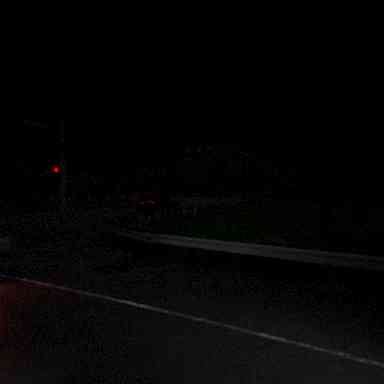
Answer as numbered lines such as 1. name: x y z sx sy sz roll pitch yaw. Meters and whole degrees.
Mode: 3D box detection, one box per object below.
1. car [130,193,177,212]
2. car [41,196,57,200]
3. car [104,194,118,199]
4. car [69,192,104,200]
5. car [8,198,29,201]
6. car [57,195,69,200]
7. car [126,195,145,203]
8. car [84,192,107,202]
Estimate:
1. car: -3.649 1.166 34.876 2.150 2.045 5.566 0 0 26
2. car: -25.674 1.398 61.869 1.882 1.535 5.008 0 0 26
3. car: -18.029 1.419 73.376 2.128 1.511 4.902 0 0 16
4. car: -17.427 1.275 55.099 2.097 1.767 4.553 0 0 25
5. car: -23.012 1.513 43.518 1.994 1.385 4.181 0 0 26
6. car: -21.710 1.138 62.094 2.150 2.045 5.566 0 0 23
7. car: -11.770 1.420 69.566 2.128 1.511 4.902 0 0 16
8. car: -21.442 1.120 74.182 2.150 2.045 5.566 0 0 16
